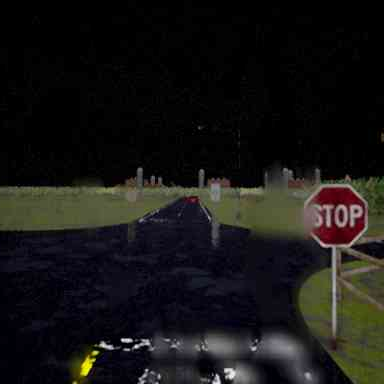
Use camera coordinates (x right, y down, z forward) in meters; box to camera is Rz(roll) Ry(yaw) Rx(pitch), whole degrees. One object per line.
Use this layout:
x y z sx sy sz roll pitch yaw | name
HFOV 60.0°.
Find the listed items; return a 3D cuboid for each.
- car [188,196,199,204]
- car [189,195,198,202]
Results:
0.226 1.390 60.218 1.882 1.535 5.008 0 0 0 | car
0.265 1.393 70.668 1.895 1.301 4.718 0 0 0 | car
